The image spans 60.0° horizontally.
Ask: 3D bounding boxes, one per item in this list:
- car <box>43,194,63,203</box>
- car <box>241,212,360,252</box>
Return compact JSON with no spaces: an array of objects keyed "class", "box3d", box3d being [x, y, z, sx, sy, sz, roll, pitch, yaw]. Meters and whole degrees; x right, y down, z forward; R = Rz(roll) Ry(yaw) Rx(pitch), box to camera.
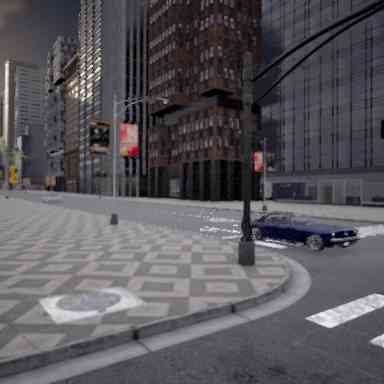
[{"class":"car","box3d":[-20.574,0.964,49.145,1.895,1.301,4.718,0,0,-35]},{"class":"car","box3d":[4.310,1.531,13.836,1.895,1.301,4.718,1,1,-35]}]
